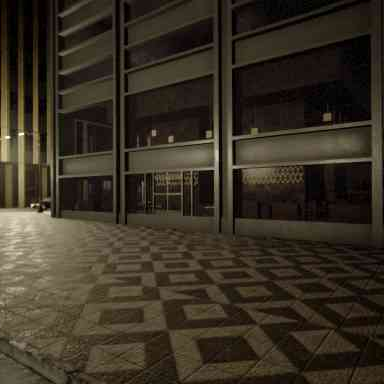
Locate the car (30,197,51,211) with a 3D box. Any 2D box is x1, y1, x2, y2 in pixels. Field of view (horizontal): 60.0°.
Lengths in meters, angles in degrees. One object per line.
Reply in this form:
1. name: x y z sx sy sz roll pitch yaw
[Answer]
1. car: -16.038 1.339 38.249 2.128 1.511 4.902 0 0 36
